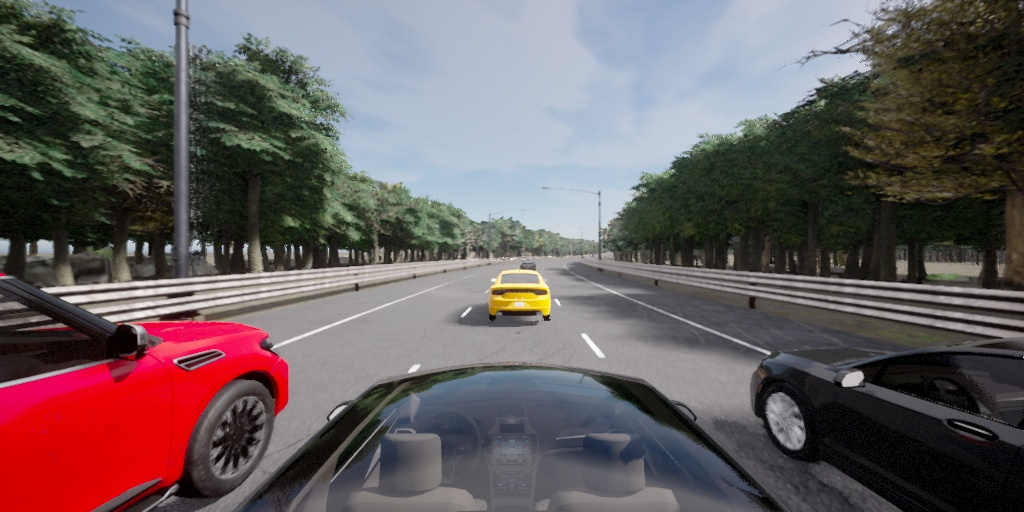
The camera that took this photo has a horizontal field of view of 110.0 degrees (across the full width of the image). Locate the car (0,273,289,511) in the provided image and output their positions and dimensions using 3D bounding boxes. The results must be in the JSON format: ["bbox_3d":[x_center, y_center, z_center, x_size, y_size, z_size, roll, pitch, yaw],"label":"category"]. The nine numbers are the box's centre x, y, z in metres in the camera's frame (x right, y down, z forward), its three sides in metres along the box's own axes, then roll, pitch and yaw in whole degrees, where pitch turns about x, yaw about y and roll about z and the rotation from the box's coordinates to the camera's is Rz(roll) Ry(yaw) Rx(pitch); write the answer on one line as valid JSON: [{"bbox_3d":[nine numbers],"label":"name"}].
[{"bbox_3d":[-3.381,0.968,1.330,2.150,2.045,5.566,0,0,0],"label":"car"}]

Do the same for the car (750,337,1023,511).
[{"bbox_3d":[3.627,1.258,2.109,1.837,1.490,4.892,0,0,0],"label":"car"}]

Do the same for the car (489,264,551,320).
[{"bbox_3d":[0.269,1.222,12.673,1.882,1.535,5.008,0,0,1],"label":"car"}]

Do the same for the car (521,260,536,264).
[{"bbox_3d":[2.024,1.174,44.051,2.128,1.511,4.902,0,0,5],"label":"car"}]
